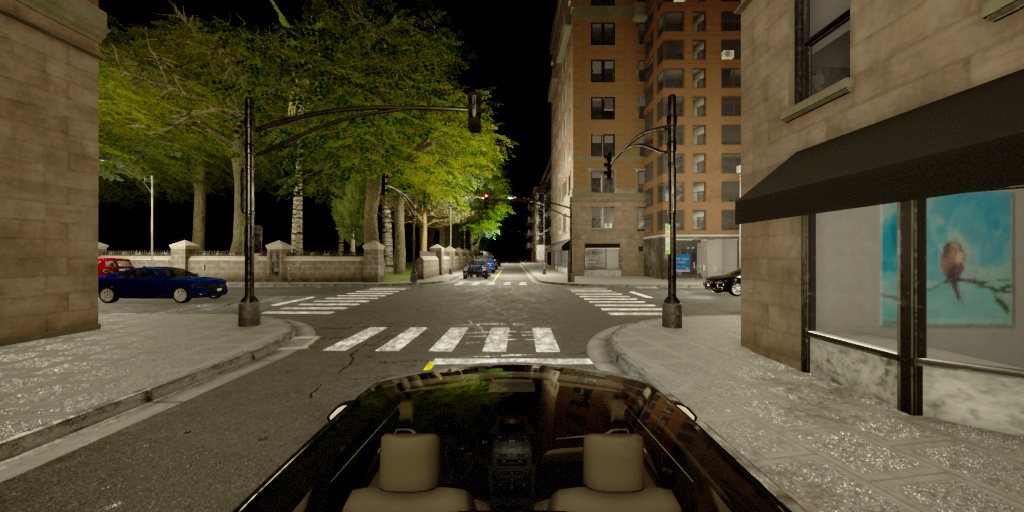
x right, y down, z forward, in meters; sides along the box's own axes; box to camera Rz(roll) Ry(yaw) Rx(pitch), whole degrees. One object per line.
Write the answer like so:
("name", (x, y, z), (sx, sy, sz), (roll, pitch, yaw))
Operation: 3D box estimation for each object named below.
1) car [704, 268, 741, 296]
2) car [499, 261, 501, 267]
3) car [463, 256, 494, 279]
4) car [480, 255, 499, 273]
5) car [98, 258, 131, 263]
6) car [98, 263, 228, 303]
("car", (12.690, 1.271, 18.716), (4.892, 1.490, 1.837), (0, 0, 1))
("car", (-3.018, 1.171, 51.989), (1.882, 1.535, 5.008), (0, 0, 0))
("car", (-3.088, 1.083, 32.199), (2.097, 1.767, 4.553), (0, 0, 1))
("car", (-3.045, 0.935, 41.962), (2.150, 2.045, 5.566), (0, 0, 0))
("car", (-25.922, 1.035, 21.815), (5.009, 1.841, 2.192), (0, 0, 1))
("car", (-15.471, 1.212, 15.897), (5.008, 1.535, 1.882), (0, 0, 0))
